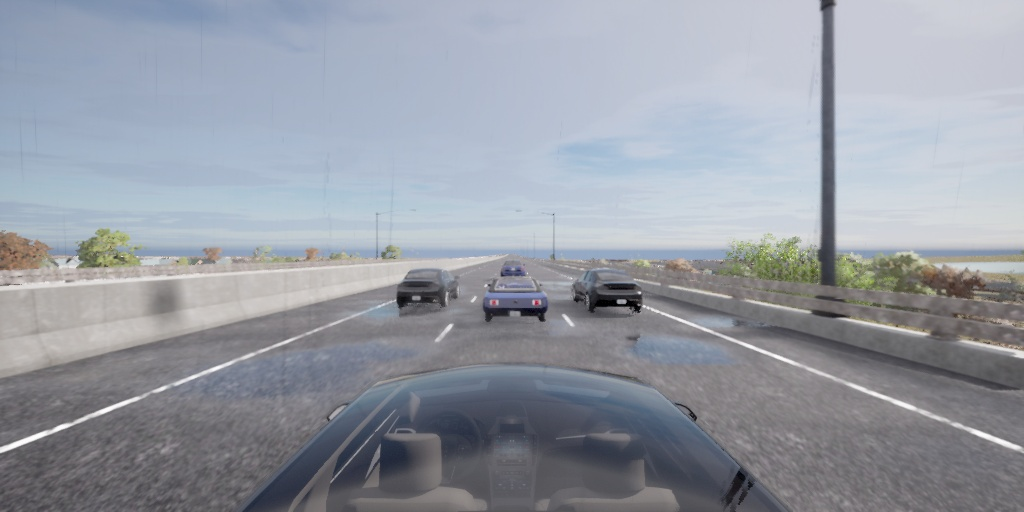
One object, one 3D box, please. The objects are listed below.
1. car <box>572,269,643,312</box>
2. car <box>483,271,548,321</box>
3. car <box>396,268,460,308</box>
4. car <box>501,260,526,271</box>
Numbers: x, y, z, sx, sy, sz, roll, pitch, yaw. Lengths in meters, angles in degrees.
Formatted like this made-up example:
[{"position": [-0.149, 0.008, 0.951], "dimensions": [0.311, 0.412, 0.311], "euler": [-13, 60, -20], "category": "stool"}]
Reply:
[{"position": [3.597, 1.256, 14.184], "dimensions": [1.837, 1.490, 4.892], "euler": [0, 0, 0], "category": "car"}, {"position": [0.098, 1.352, 12.382], "dimensions": [1.895, 1.301, 4.718], "euler": [0, 0, 0], "category": "car"}, {"position": [-3.404, 1.255, 15.183], "dimensions": [1.837, 1.490, 4.892], "euler": [0, 0, 0], "category": "car"}, {"position": [0.092, 1.103, 31.258], "dimensions": [2.097, 1.767, 4.553], "euler": [0, 0, 0], "category": "car"}]
